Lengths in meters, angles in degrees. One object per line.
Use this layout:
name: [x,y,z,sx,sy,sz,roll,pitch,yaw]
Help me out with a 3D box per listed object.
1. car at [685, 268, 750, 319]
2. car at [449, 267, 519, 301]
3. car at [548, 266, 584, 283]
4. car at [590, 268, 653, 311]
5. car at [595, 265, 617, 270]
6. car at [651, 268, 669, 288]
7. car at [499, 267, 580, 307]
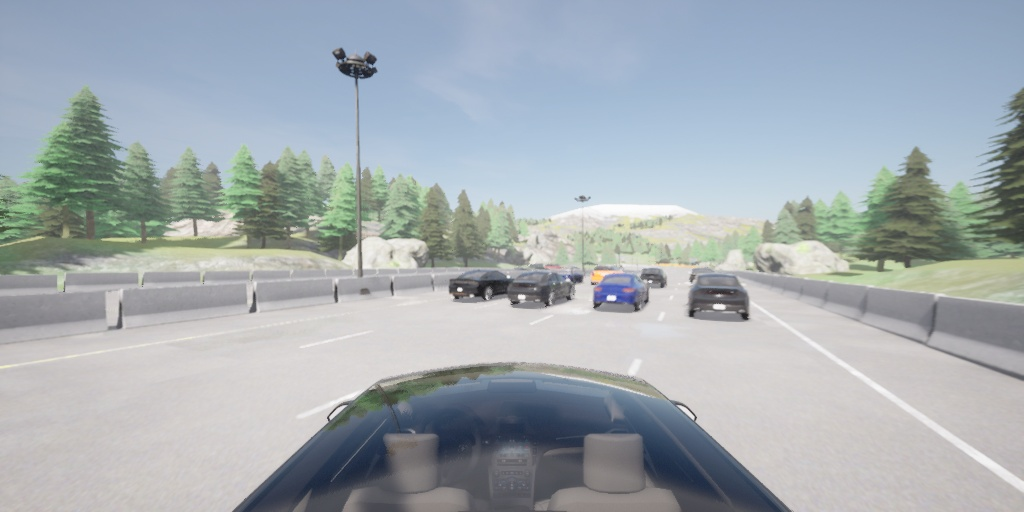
car: [7.754,1.404,13.699,1.837,1.490,4.892,0,0,27]
car: [-1.319,1.446,19.023,1.882,1.535,5.008,0,-1,27]
car: [4.907,1.811,31.577,1.895,1.301,4.718,0,-1,27]
car: [4.798,1.448,15.608,1.812,1.442,4.674,0,-1,27]
car: [8.114,1.544,30.165,2.097,1.767,4.553,0,-1,27]
car: [11.302,1.682,28.713,1.837,1.490,4.892,0,-1,27]
car: [1.486,1.445,16.814,1.837,1.490,4.892,0,0,27]
